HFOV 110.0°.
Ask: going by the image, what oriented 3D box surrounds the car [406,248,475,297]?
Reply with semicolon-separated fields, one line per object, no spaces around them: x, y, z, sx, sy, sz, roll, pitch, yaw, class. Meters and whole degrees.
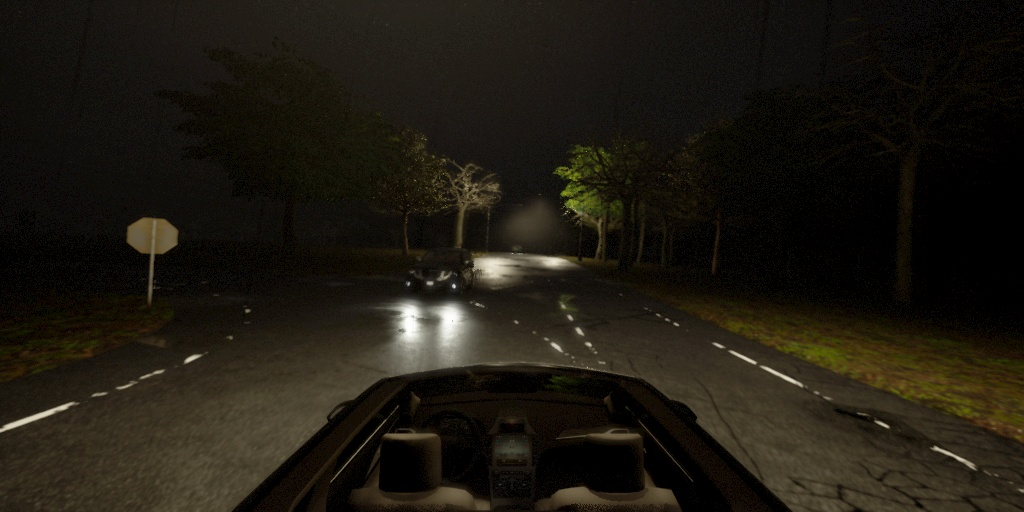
-3.038;0.661;16.620;2.150;2.045;5.566;3;1;2;car
